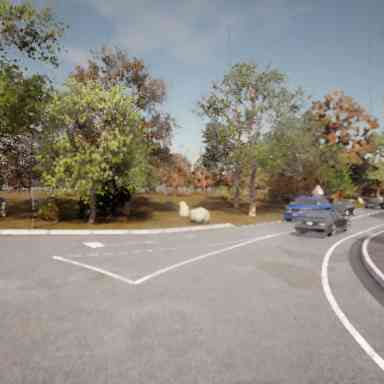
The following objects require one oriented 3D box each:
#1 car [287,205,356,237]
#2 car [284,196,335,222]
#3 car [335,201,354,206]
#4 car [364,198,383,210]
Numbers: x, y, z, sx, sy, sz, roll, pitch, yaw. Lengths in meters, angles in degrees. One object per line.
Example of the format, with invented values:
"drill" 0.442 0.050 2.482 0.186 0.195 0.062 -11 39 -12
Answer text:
"car" 7.747 1.725 19.466 2.033 1.411 5.357 1 0 38
"car" 9.491 1.388 27.124 2.150 2.045 5.566 1 0 40
"car" 15.654 1.712 34.735 1.837 1.490 4.892 1 1 39
"car" 25.868 1.698 47.113 1.837 1.490 4.892 1 1 40
